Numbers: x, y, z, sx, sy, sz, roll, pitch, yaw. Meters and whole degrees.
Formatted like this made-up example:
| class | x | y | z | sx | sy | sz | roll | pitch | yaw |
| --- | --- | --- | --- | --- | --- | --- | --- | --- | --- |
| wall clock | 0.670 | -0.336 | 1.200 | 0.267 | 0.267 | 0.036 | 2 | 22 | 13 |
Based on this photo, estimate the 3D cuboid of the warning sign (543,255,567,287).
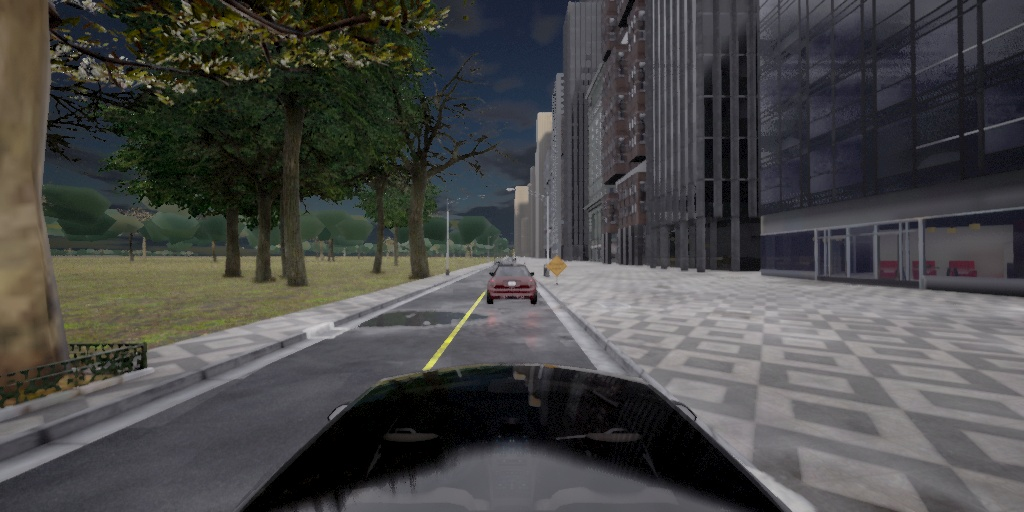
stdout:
| class | x | y | z | sx | sy | sz | roll | pitch | yaw |
| --- | --- | --- | --- | --- | --- | --- | --- | --- | --- |
| warning sign | 2.717 | 0.884 | 21.665 | 1.300 | 1.860 | 1.060 | 0 | 0 | 0 |

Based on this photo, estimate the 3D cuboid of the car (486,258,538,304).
| class | x | y | z | sx | sy | sz | roll | pitch | yaw |
| --- | --- | --- | --- | --- | --- | --- | --- | --- | --- |
| car | 0.000 | 1.128 | 16.472 | 2.097 | 1.767 | 4.553 | 0 | 0 | 0 |
